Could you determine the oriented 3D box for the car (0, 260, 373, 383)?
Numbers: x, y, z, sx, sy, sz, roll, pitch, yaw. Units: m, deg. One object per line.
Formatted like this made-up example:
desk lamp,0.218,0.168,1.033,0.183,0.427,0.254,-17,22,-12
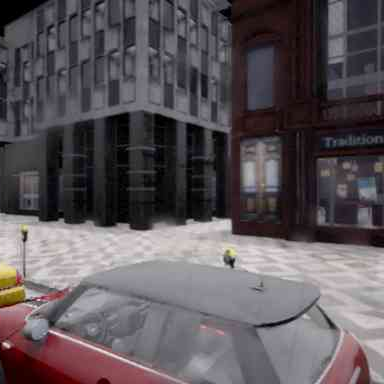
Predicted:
car,-0.520,1.442,3.331,4.097,1.590,1.967,0,0,35
